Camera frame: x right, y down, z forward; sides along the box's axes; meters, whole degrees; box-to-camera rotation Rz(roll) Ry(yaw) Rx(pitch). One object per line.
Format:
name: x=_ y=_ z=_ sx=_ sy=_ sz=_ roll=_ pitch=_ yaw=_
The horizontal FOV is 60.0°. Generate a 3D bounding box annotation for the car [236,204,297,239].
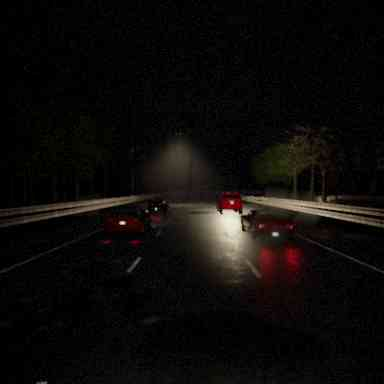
car: x=3.610 y=1.516 z=16.587 sx=1.895 sy=1.301 sz=4.718 roll=0 pitch=0 yaw=0

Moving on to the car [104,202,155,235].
car: x=-3.390 y=1.470 z=18.200 sx=1.994 sy=1.385 sz=4.181 roll=0 pitch=0 yaw=0

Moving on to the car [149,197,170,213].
car: x=-3.382 y=1.326 z=33.761 sx=1.837 sy=1.490 sz=4.892 roll=0 pitch=0 yaw=0

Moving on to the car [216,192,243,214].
car: x=3.618 y=1.049 z=32.709 sx=2.150 sy=2.045 sz=5.566 roll=0 pitch=0 yaw=0
